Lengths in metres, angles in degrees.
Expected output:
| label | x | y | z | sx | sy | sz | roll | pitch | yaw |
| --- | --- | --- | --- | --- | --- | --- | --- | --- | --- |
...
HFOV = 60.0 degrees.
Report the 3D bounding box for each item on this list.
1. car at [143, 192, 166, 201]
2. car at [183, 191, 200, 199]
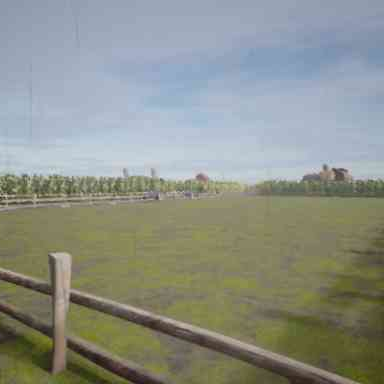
| label | x | y | z | sx | sy | sz | roll | pitch | yaw |
| --- | --- | --- | --- | --- | --- | --- | --- | --- | --- |
| car | -6.306 | 0.695 | 56.292 | 1.837 | 1.490 | 4.892 | 1 | 2 | 30 |
| car | -0.120 | 0.541 | 67.370 | 1.837 | 1.490 | 4.892 | 1 | 1 | 28 |
